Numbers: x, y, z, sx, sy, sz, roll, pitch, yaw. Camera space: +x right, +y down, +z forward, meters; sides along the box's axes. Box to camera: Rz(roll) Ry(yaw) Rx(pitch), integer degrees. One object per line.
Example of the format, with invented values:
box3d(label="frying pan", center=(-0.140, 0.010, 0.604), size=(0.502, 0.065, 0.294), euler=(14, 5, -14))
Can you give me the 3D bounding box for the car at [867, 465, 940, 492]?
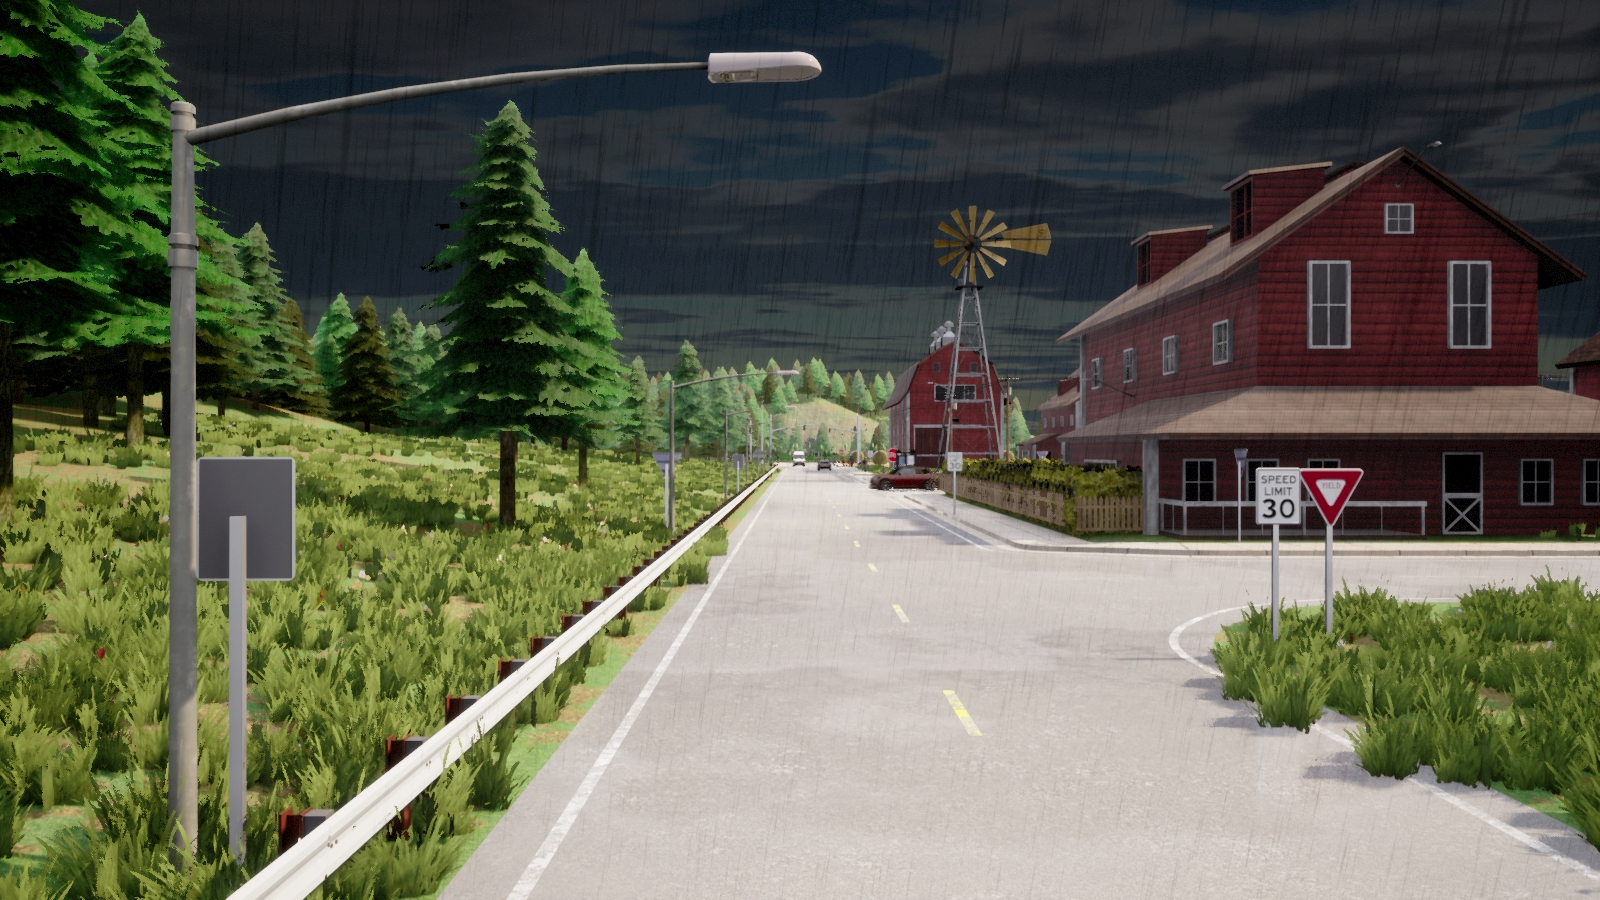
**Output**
box3d(label="car", center=(6.982, 1.906, 77.477), size=(4.553, 1.767, 2.097), euler=(0, 0, -8))
